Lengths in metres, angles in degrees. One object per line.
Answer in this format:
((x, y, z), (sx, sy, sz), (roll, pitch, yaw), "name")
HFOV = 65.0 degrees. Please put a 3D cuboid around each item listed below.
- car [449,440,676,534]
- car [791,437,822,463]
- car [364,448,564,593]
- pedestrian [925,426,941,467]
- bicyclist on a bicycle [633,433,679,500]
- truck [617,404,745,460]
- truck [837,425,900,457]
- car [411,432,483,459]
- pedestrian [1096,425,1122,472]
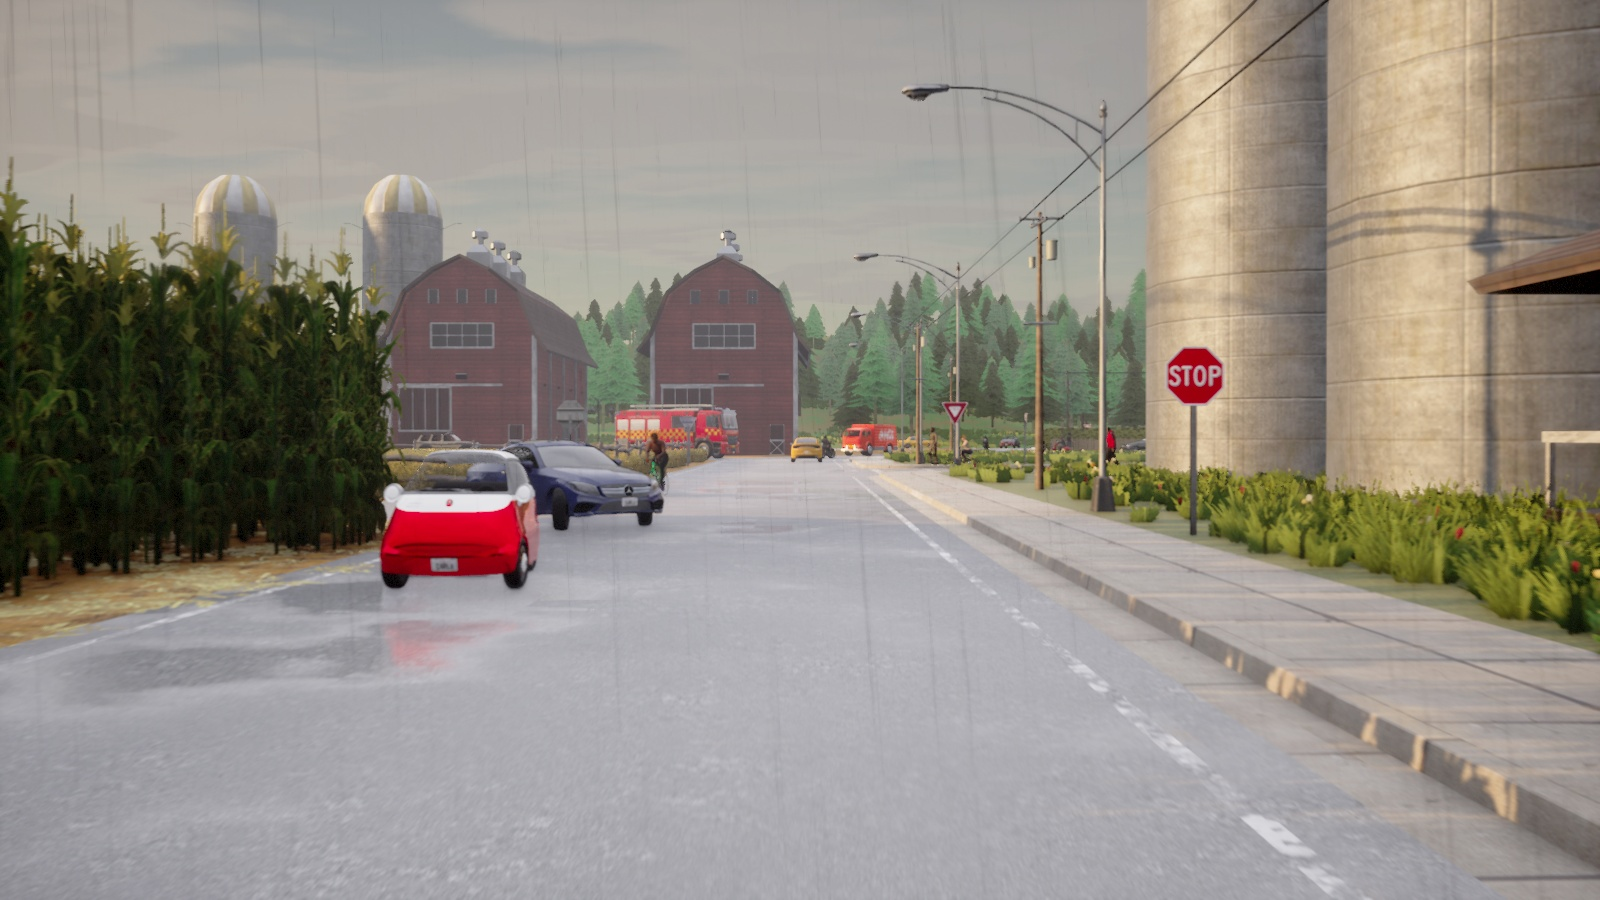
((-4.237, 0.558, 21.844), (1.812, 1.442, 4.674), (0, 1, -40), "car")
((0.404, -0.017, 76.995), (1.882, 1.535, 5.008), (0, 1, 0), "car")
((-3.415, 0.673, 13.076), (1.481, 1.376, 2.207), (0, 0, 0), "car")
((6.375, -0.171, 60.341), (0.692, 1.930, 0.396), (0, 1, -37), "pedestrian")
((-3.605, 0.392, 31.611), (0.582, 1.620, 1.656), (-2, 1, 13), "bicyclist on a bicycle")
((-8.365, -1.278, 88.097), (8.468, 3.827, 2.891), (0, 1, 18), "truck")
((5.383, -0.746, 98.660), (2.627, 2.467, 5.204), (0, 1, 34), "truck")
((-24.970, -0.326, 89.039), (4.605, 1.855, 1.932), (0, 1, -3), "car")
((12.097, -0.056, 49.168), (0.899, 1.844, 0.634), (0, 1, 5), "pedestrian")
